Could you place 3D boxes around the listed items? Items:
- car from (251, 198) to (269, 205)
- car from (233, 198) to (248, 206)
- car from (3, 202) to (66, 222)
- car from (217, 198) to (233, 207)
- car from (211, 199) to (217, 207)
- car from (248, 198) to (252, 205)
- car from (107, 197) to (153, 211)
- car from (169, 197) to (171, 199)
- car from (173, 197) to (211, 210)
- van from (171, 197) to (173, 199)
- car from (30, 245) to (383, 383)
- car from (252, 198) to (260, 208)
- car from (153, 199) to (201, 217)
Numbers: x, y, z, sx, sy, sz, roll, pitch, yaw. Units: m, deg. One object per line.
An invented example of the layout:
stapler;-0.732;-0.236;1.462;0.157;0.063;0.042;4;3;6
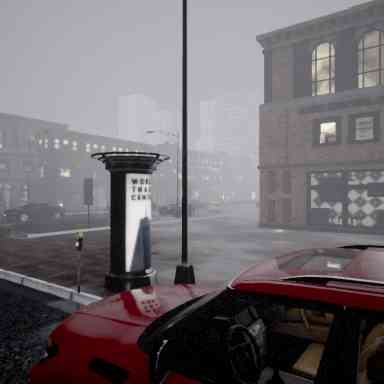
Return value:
car;14.243;1.876;69.259;2.008;1.369;4.403;0;-1;36
car;7.815;1.815;60.268;2.008;1.369;4.403;0;-1;36
car;-12.731;1.578;27.114;1.837;1.490;4.892;0;0;34
car;4.501;1.759;55.635;1.752;1.417;4.829;0;-1;36
car;1.386;1.756;51.278;2.008;1.369;4.403;0;0;36
car;11.029;1.845;64.763;2.008;1.369;4.403;0;-1;36
car;-6.475;1.343;35.823;2.150;2.045;5.566;0;0;36
car;-5.141;1.674;42.150;1.752;1.417;4.829;0;0;36
car;0.022;1.667;44.884;2.128;1.511;4.902;0;0;36
van;-1.828;1.518;46.784;1.690;1.788;3.998;0;0;36
car;1.033;1.315;2.138;5.009;1.841;2.192;0;0;36
car;11.417;1.676;50.900;1.967;1.590;4.097;0;-1;36
car;-1.396;1.669;32.890;1.887;1.381;4.507;0;0;36
